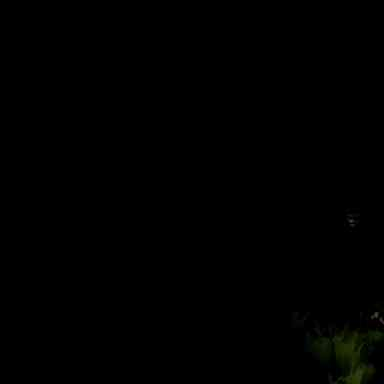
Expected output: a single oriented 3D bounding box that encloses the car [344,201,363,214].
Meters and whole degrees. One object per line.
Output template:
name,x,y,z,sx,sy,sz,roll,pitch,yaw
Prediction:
car,20.001,1.986,42.068,1.837,1.490,4.892,-3,-1,44
